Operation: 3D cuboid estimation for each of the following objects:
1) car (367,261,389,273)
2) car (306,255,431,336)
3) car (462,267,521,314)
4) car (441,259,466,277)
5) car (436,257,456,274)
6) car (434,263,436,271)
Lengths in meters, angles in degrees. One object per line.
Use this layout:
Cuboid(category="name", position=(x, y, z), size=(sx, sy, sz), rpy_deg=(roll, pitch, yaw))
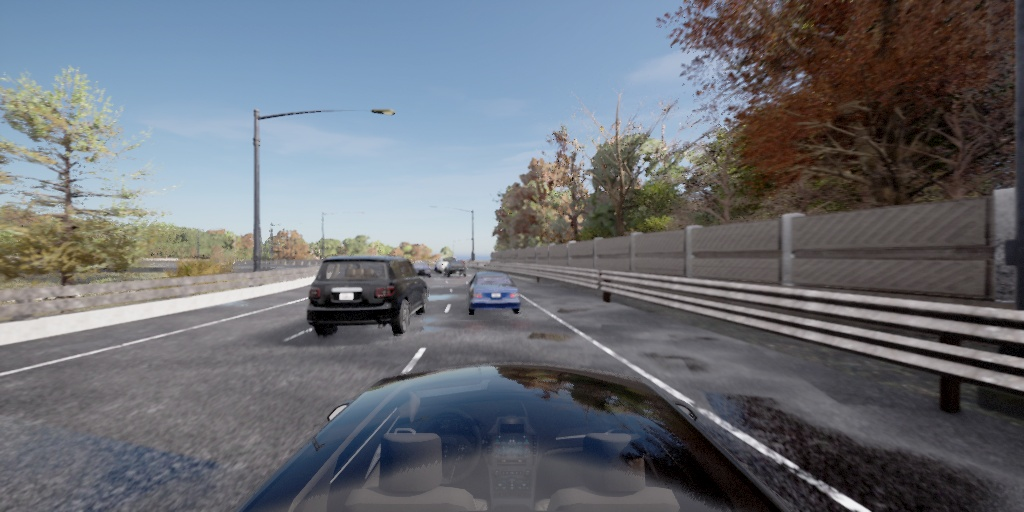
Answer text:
Cuboid(category="car", position=(-18.144, 1.420, 48.433), size=(2.128, 1.511, 4.902), rpy_deg=(0, 0, -28))
Cuboid(category="car", position=(-3.948, 1.008, 10.730), size=(2.150, 2.045, 5.566), rpy_deg=(0, 0, -5))
Cuboid(category="car", position=(-0.820, 1.323, 14.061), size=(2.033, 1.411, 5.357), rpy_deg=(0, 0, -7))
Cuboid(category="car", position=(-5.877, 1.344, 36.690), size=(1.837, 1.490, 4.892), rpy_deg=(0, -1, -16))
Cuboid(category="car", position=(-7.753, 1.083, 42.942), size=(2.150, 2.045, 5.566), rpy_deg=(0, 0, -16))
Cuboid(category="car", position=(-9.227, 1.406, 36.035), size=(2.033, 1.411, 5.357), rpy_deg=(0, 0, -19))
